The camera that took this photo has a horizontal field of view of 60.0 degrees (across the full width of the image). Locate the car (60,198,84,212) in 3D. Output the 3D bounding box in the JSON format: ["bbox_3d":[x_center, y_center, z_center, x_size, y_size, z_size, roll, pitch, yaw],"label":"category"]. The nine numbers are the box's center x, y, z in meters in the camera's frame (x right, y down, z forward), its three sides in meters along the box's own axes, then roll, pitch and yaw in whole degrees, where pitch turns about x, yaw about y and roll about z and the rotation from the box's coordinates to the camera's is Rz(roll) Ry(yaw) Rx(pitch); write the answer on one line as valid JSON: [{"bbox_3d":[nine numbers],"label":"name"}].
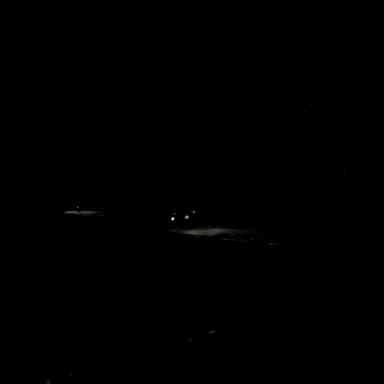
[{"bbox_3d":[-14.679,1.570,40.580,1.837,1.490,4.892,0,0,-36],"label":"car"}]

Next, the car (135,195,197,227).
[{"bbox_3d":[-1.974,1.251,23.429,2.150,2.045,5.566,0,0,-37],"label":"car"}]
